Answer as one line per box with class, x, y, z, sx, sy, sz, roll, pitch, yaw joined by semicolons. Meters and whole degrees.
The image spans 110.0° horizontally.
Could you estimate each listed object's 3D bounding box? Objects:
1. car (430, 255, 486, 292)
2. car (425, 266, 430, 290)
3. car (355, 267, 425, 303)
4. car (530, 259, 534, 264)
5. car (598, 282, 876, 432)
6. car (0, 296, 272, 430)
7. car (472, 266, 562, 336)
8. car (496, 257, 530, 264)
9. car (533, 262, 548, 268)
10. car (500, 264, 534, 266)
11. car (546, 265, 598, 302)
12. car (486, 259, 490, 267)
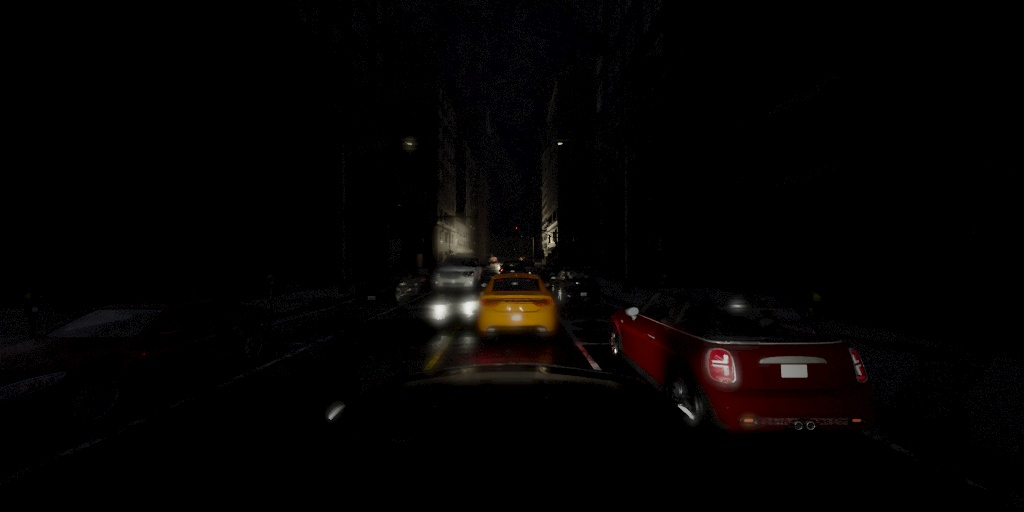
car;-3.022;0.975;21.405;2.150;2.045;5.566;0;0;1
car;-5.627;1.333;22.094;1.802;1.307;4.207;0;0;0
car;-5.638;1.316;16.593;1.948;1.339;4.313;0;0;0
car;3.023;1.232;64.666;1.967;1.591;4.097;0;0;0
car;2.865;1.190;5.572;1.967;1.591;4.097;0;0;0
car;-5.661;1.332;5.590;1.802;1.307;4.207;0;0;0
car;0.115;1.228;10.460;1.882;1.535;5.008;0;0;0
car;0.085;1.105;28.181;2.097;1.767;4.553;0;0;1
car;2.910;1.318;27.577;1.948;1.339;4.313;0;0;0
car;0.138;1.315;19.449;1.994;1.385;4.181;0;0;0
car;2.887;1.301;16.575;2.007;1.370;4.403;0;0;0
car;-5.502;1.374;64.697;1.802;1.307;4.207;0;0;0
